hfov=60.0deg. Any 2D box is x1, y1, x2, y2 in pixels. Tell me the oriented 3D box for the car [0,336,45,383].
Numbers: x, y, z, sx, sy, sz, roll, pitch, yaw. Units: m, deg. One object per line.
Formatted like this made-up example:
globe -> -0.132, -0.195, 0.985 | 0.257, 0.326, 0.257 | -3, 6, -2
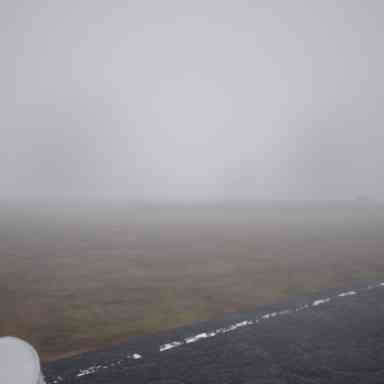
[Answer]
car -> -2.956, 1.516, 1.172 | 4.674, 1.442, 1.812 | 0, 0, -36
